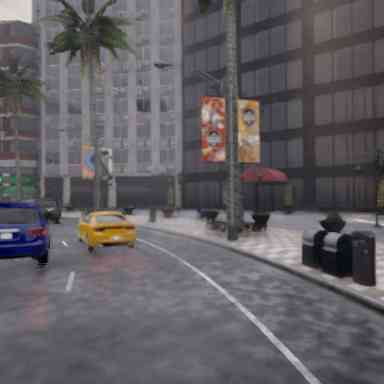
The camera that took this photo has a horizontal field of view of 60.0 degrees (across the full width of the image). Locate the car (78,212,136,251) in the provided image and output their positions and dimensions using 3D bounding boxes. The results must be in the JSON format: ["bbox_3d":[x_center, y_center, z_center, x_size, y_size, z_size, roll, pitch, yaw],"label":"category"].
[{"bbox_3d":[-3.983,1.629,15.125,1.882,1.535,5.008,0,0,-25],"label":"car"}]

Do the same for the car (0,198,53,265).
[{"bbox_3d":[-6.306,1.366,11.965,2.150,2.045,5.566,0,0,-22],"label":"car"}]

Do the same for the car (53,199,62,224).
[{"bbox_3d":[-12.670,1.534,27.113,5.566,2.045,2.150,-1,-1,44],"label":"car"}]
